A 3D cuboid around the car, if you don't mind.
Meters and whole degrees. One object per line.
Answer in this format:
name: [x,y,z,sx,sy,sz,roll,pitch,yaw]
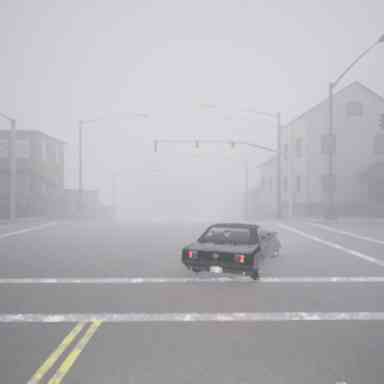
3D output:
car: [1.442,1.598,10.198,1.895,1.301,4.718,0,0,22]
